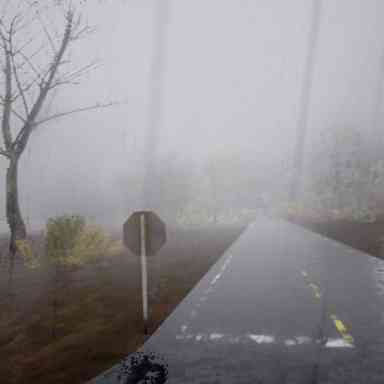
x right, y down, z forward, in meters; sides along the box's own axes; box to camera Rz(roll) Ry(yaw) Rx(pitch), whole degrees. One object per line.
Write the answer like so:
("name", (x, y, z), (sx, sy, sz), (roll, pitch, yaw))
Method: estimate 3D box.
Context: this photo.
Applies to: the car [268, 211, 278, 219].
("car", (21.457, 6.259, 86.907), (2.033, 1.411, 5.357), (-3, -4, 12))
